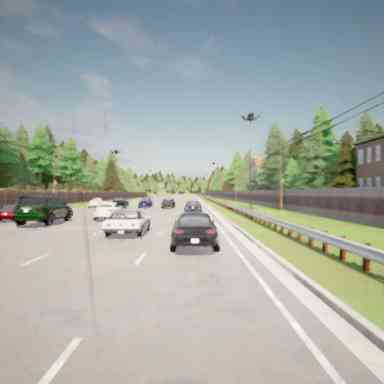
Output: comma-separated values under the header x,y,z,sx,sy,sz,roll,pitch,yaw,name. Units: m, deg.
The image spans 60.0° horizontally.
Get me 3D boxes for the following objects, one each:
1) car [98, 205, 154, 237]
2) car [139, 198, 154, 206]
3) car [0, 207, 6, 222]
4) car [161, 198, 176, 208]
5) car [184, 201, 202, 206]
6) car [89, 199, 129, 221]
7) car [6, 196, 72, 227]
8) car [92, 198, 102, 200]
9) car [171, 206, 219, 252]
x,y,z,sx,sy,sz,roll,pitch,yaw,name
-3.395,1.632,18.132,1.895,1.301,4.718,0,0,0,car
-6.882,1.612,50.169,1.812,1.442,4.674,0,0,0,car
-13.893,1.611,26.861,1.994,1.385,4.181,0,0,0,car
-3.387,1.576,48.336,2.128,1.511,4.902,0,0,0,car
0.112,1.608,35.146,2.033,1.411,5.357,0,0,0,car
-6.890,1.574,27.921,1.812,1.442,4.674,0,0,0,car
-10.391,1.264,23.512,2.150,2.045,5.566,0,0,0,car
-13.884,1.611,49.199,1.812,1.442,4.674,0,0,0,car
0.104,1.550,13.961,1.812,1.442,4.674,0,0,0,car
